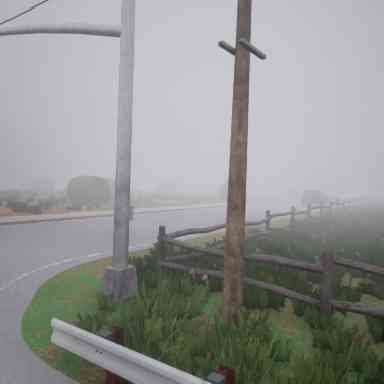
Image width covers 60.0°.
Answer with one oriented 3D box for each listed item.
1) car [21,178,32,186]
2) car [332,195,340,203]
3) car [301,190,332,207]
[{"bbox_3d":[-39.124,-2.293,79.217,1.905,1.878,3.866,8,2,-13],"label":"car"},{"bbox_3d":[21.211,1.138,50.696,1.994,1.385,4.181,3,2,33],"label":"car"},{"bbox_3d":[15.457,0.816,41.800,2.150,2.045,5.566,3,2,34],"label":"car"}]
